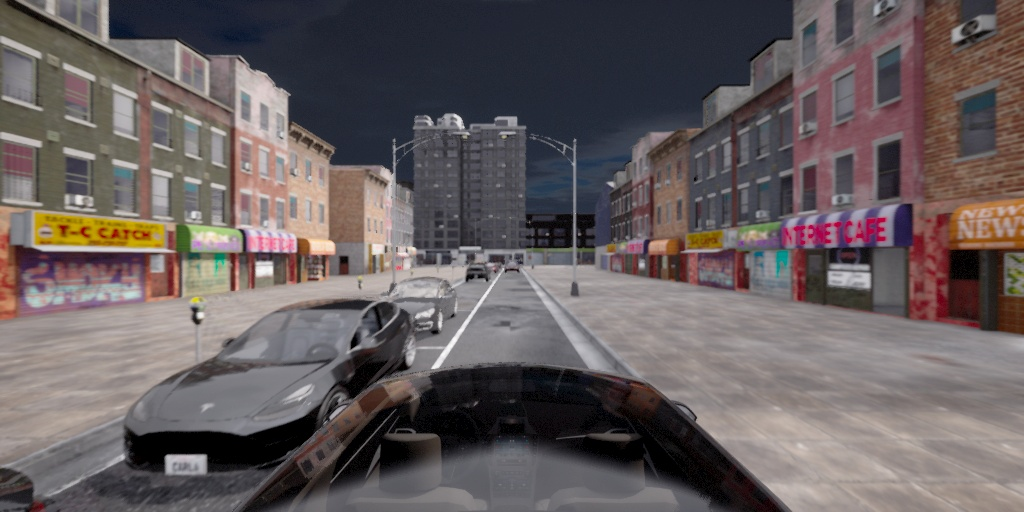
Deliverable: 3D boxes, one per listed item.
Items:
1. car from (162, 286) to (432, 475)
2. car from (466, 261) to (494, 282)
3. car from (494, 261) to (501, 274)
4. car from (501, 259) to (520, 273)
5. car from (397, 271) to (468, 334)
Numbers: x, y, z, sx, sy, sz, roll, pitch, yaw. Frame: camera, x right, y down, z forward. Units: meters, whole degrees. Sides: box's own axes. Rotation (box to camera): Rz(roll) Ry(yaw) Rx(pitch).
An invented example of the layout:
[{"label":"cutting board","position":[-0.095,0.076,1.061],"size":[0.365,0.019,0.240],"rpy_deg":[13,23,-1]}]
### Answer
[{"label":"car","position":[-2.639,1.323,5.079],"size":[1.948,1.339,4.313],"rpy_deg":[0,0,0]},{"label":"car","position":[-2.760,1.320,29.883],"size":[1.837,1.490,4.892],"rpy_deg":[0,0,0]},{"label":"car","position":[-2.652,1.427,43.244],"size":[1.802,1.307,4.207],"rpy_deg":[0,0,0]},{"label":"car","position":[-0.009,1.423,45.618],"size":[2.033,1.411,5.357],"rpy_deg":[0,0,0]},{"label":"car","position":[-2.641,1.321,10.531],"size":[2.007,1.370,4.403],"rpy_deg":[0,0,0]}]
